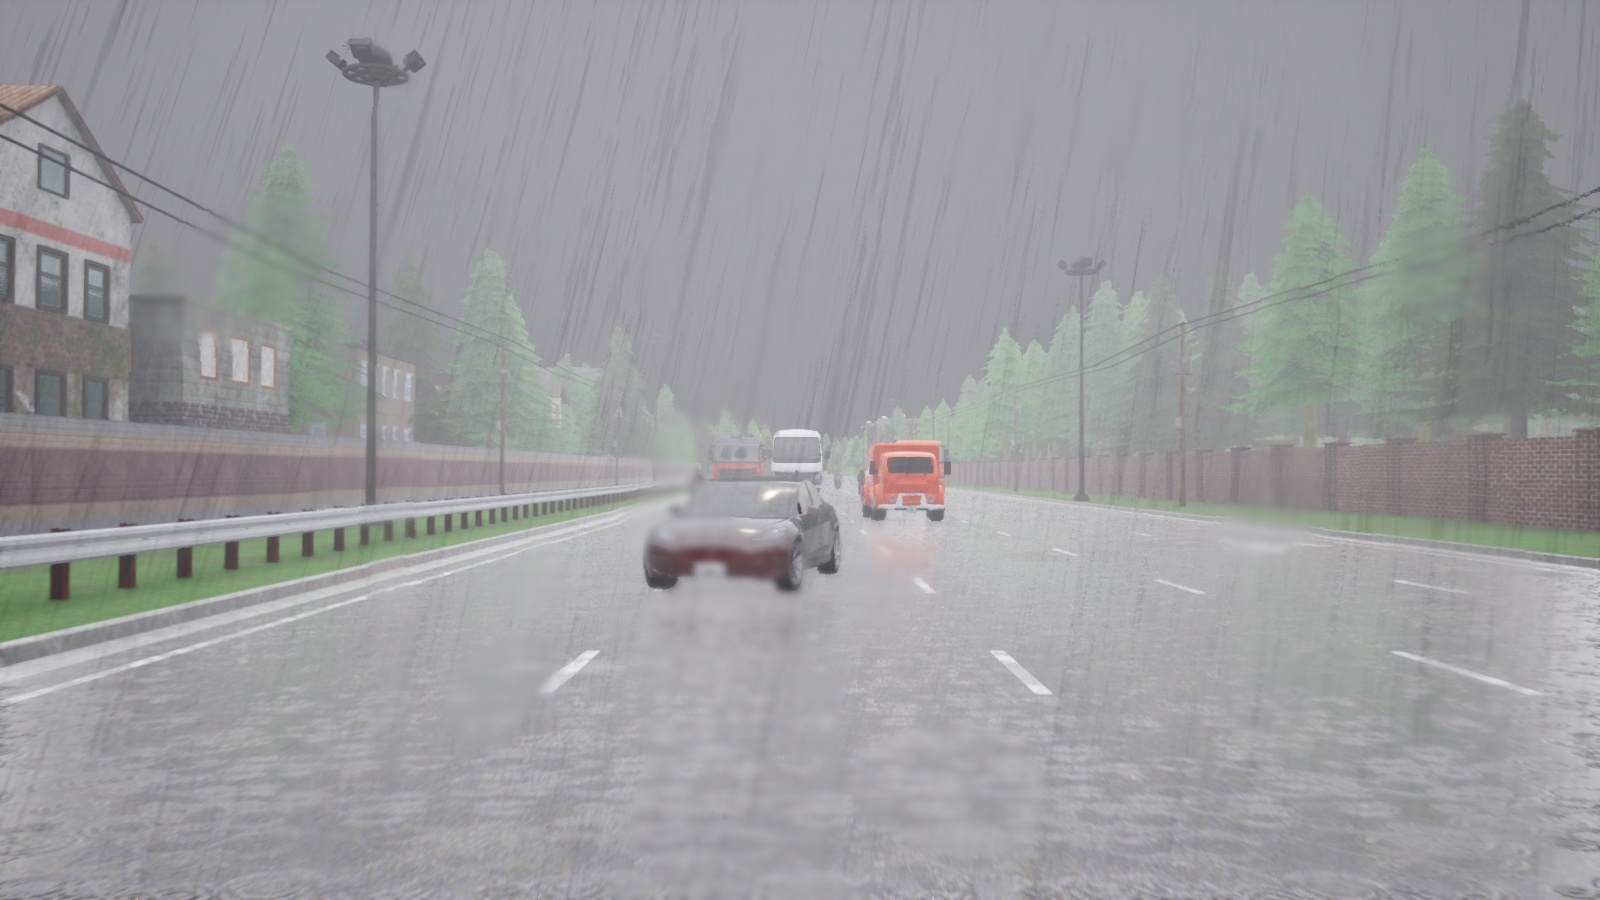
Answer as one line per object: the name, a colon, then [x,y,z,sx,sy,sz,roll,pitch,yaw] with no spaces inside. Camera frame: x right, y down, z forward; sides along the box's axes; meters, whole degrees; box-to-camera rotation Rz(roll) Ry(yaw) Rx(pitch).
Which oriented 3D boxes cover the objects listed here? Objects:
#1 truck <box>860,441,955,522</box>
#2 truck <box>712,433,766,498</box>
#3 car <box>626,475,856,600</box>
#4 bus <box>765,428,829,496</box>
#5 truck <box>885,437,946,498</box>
truck: [3.399,0.998,40.828,2.627,2.467,5.204,0,-1,0]
truck: [-3.692,0.968,77.835,2.891,3.827,8.468,0,-1,0]
car: [-0.646,1.115,17.772,2.163,1.488,4.792,0,-1,11]
bus: [-0.205,0.827,82.892,3.944,4.253,10.273,0,-1,0]
truck: [6.815,1.062,75.080,2.891,3.462,7.936,0,-1,0]
